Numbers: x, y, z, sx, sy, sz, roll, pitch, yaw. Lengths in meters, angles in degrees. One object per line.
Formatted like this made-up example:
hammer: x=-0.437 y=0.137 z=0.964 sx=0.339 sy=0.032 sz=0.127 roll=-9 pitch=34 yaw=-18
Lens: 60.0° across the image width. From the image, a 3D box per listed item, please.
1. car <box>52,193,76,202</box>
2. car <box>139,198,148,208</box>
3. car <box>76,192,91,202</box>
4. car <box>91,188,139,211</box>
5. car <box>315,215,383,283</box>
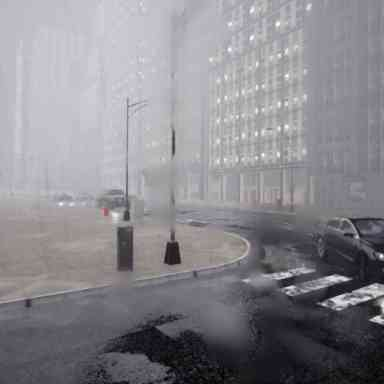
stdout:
car: x=-19.381 y=0.750 z=49.709 sx=1.895 sy=1.301 sz=4.718 roll=1 pitch=1 yaw=-35
car: x=-6.916 y=0.996 z=37.295 sx=2.033 sy=1.411 sz=5.357 roll=1 pitch=1 yaw=-35
car: x=-16.728 y=0.700 z=51.588 sx=1.812 sy=1.442 sz=4.674 roll=1 pitch=1 yaw=-35
car: x=-7.657 y=0.691 z=32.671 sx=2.150 sy=2.045 sz=5.566 roll=1 pitch=1 yaw=-35
car: x=5.193 y=1.485 z=9.754 sx=2.128 sy=1.511 sz=4.902 roll=1 pitch=1 yaw=1
